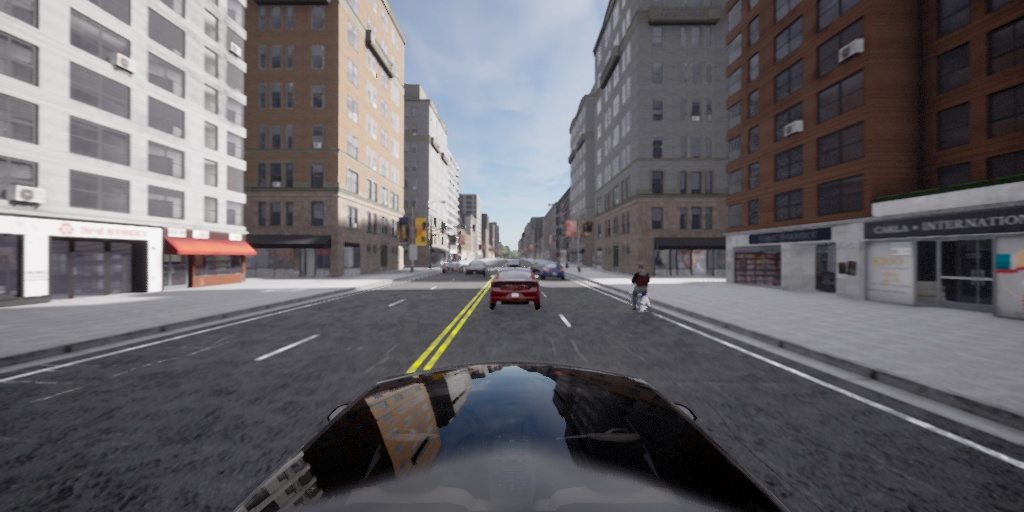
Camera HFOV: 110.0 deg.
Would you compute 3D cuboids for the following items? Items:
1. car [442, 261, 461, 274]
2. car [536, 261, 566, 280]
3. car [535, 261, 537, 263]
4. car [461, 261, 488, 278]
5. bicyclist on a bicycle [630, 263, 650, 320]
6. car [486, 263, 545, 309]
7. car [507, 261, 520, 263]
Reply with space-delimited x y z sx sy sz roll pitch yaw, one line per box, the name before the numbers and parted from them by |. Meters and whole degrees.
car | -6.507 1.264 40.004 1.994 1.385 4.181 0 0 0
car | 3.379 1.243 30.757 1.812 1.442 4.674 0 0 0
car | 3.301 1.271 41.021 1.994 1.385 4.181 0 0 0
car | -3.293 1.186 34.107 1.882 1.535 5.008 0 0 0
bicyclist on a bicycle | 4.153 1.111 11.744 0.659 1.776 1.843 0 0 0
car | 0.114 1.210 14.986 1.882 1.535 5.008 0 0 0
car | 0.142 1.214 35.743 1.837 1.490 4.892 0 0 0
